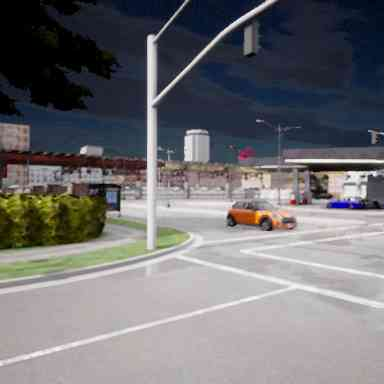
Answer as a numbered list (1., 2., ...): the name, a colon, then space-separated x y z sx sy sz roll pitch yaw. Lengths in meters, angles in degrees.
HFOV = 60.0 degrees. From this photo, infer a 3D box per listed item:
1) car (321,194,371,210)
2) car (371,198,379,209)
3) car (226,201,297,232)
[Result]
1. car: 19.321 1.398 41.984 2.242 1.667 4.611 0 0 -35
2. car: 23.587 1.573 45.906 1.970 1.475 3.806 0 0 -35
3. car: 4.203 1.349 20.506 2.097 1.767 4.553 0 -1 -35
